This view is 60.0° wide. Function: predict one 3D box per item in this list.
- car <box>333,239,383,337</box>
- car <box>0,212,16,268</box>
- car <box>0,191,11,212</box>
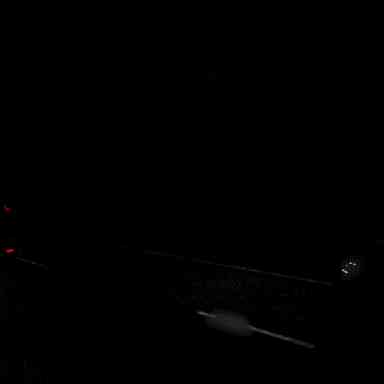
[{"bbox_3d":[5.067,1.245,4.738,5.566,2.045,2.150,1,1,35],"label":"car"},{"bbox_3d":[-6.706,1.354,9.388,4.674,1.442,1.812,1,1,38],"label":"car"},{"bbox_3d":[-11.771,0.908,17.794,5.566,2.045,2.150,1,1,38],"label":"car"}]
